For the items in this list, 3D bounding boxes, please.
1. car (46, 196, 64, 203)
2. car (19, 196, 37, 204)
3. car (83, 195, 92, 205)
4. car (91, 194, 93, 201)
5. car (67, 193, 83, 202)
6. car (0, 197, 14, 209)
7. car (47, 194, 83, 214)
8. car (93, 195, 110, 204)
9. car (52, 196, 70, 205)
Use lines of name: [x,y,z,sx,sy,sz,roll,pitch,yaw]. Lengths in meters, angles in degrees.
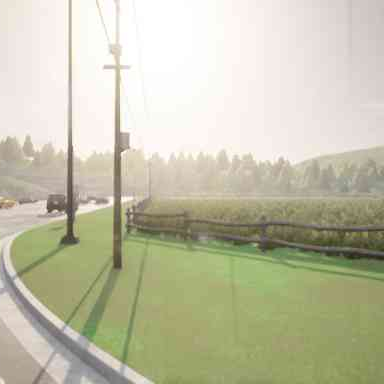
car: [-27.585,1.486,67.130,2.033,1.411,5.357,0,0,-6]
car: [-30.495,1.509,62.043,1.994,1.385,4.181,0,0,-6]
car: [-19.784,1.554,59.584,1.895,1.301,4.718,0,0,-6]
car: [-20.812,1.280,69.504,1.837,1.490,4.892,0,0,-6]
car: [-24.290,1.133,69.113,2.097,1.767,4.553,0,0,-6]
car: [-25.056,1.437,43.527,1.882,1.535,5.008,0,0,-6]
car: [-13.661,1.192,35.425,2.150,2.045,5.566,0,0,-6]
car: [-16.313,1.462,61.017,1.837,1.490,4.892,0,1,-6]
car: [-23.272,1.477,59.287,1.812,1.442,4.674,0,0,-6]
